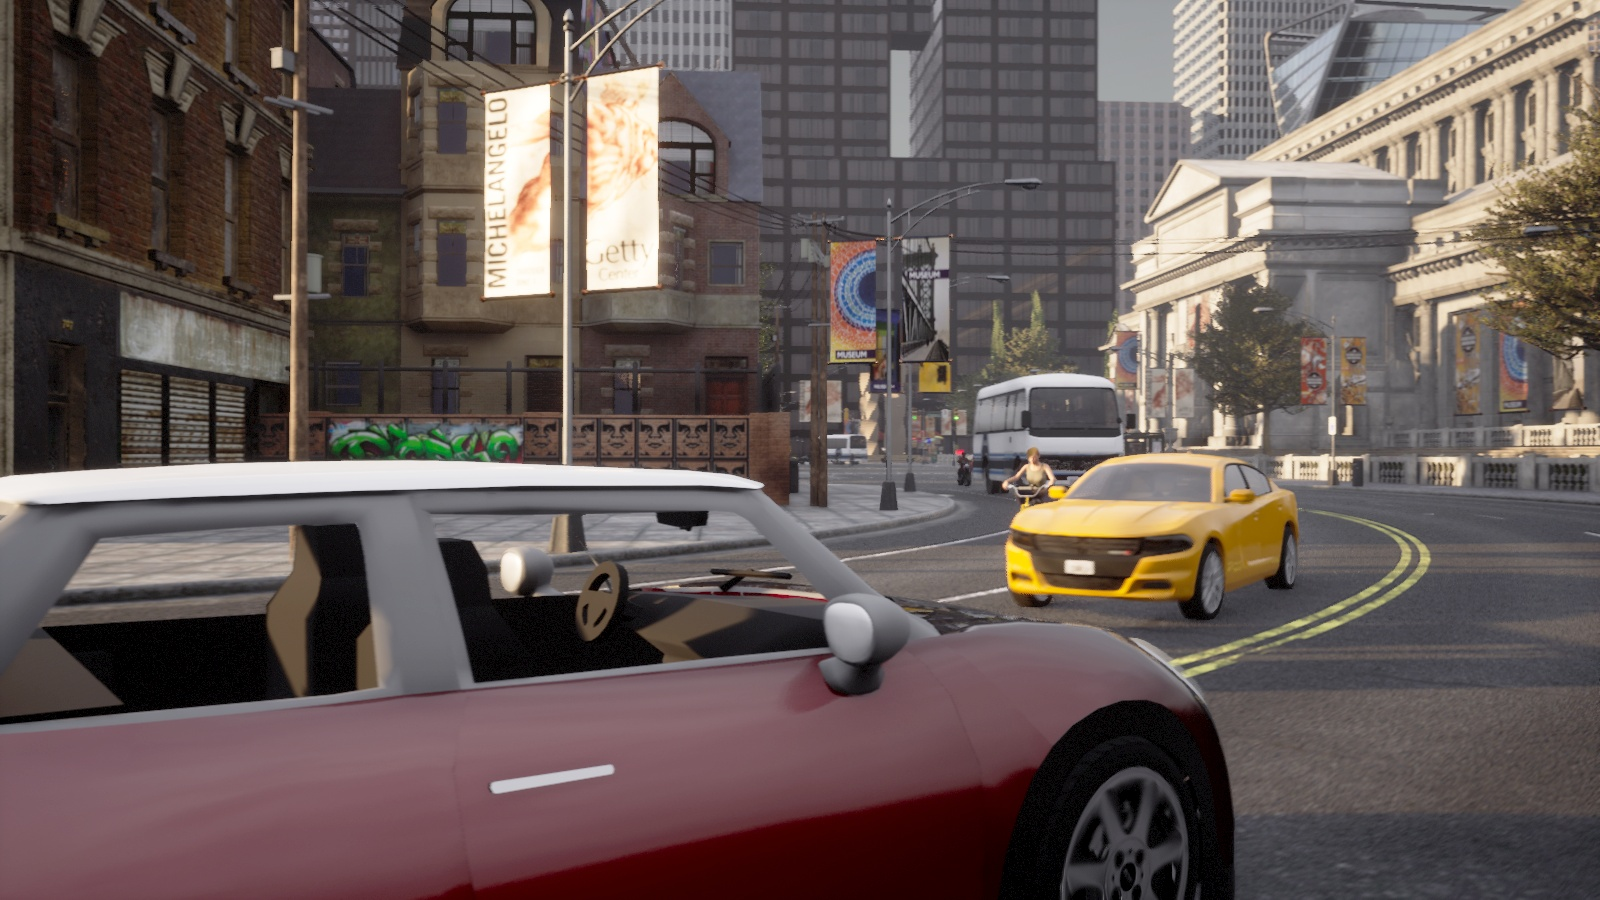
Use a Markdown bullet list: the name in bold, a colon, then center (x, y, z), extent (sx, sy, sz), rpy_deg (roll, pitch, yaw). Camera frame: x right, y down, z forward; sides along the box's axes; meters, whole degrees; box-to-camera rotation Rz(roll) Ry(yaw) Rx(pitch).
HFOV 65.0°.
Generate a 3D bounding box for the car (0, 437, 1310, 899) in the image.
- **car**: center (-0.607, 0.724, 3.357), extent (3.806, 1.475, 1.970), rpy_deg (0, 0, -37)

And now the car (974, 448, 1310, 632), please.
- **car**: center (3.773, 0.757, 13.079), extent (1.882, 1.535, 5.008), rpy_deg (0, 0, 34)

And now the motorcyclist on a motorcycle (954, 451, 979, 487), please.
- **motorcyclist on a motorcycle**: center (7.829, 0.876, 59.124), extent (0.766, 1.649, 2.350), rpy_deg (0, 0, -3)

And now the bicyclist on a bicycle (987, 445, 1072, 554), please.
- **bicyclist on a bicycle**: center (3.573, 0.738, 19.441), extent (0.866, 1.612, 1.509), rpy_deg (-1, 0, 28)

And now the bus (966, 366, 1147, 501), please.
- **bus**: center (8.734, -0.504, 44.590), extent (3.944, 4.253, 10.273), rpy_deg (0, 0, -2)
